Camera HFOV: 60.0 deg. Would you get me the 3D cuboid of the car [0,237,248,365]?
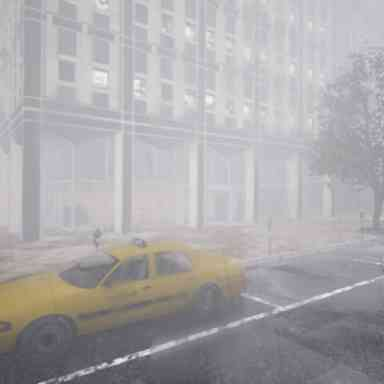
[{"bbox_3d":[-1.164,1.516,5.799,4.829,1.417,1.752,0,1,-35],"label":"car"}]
